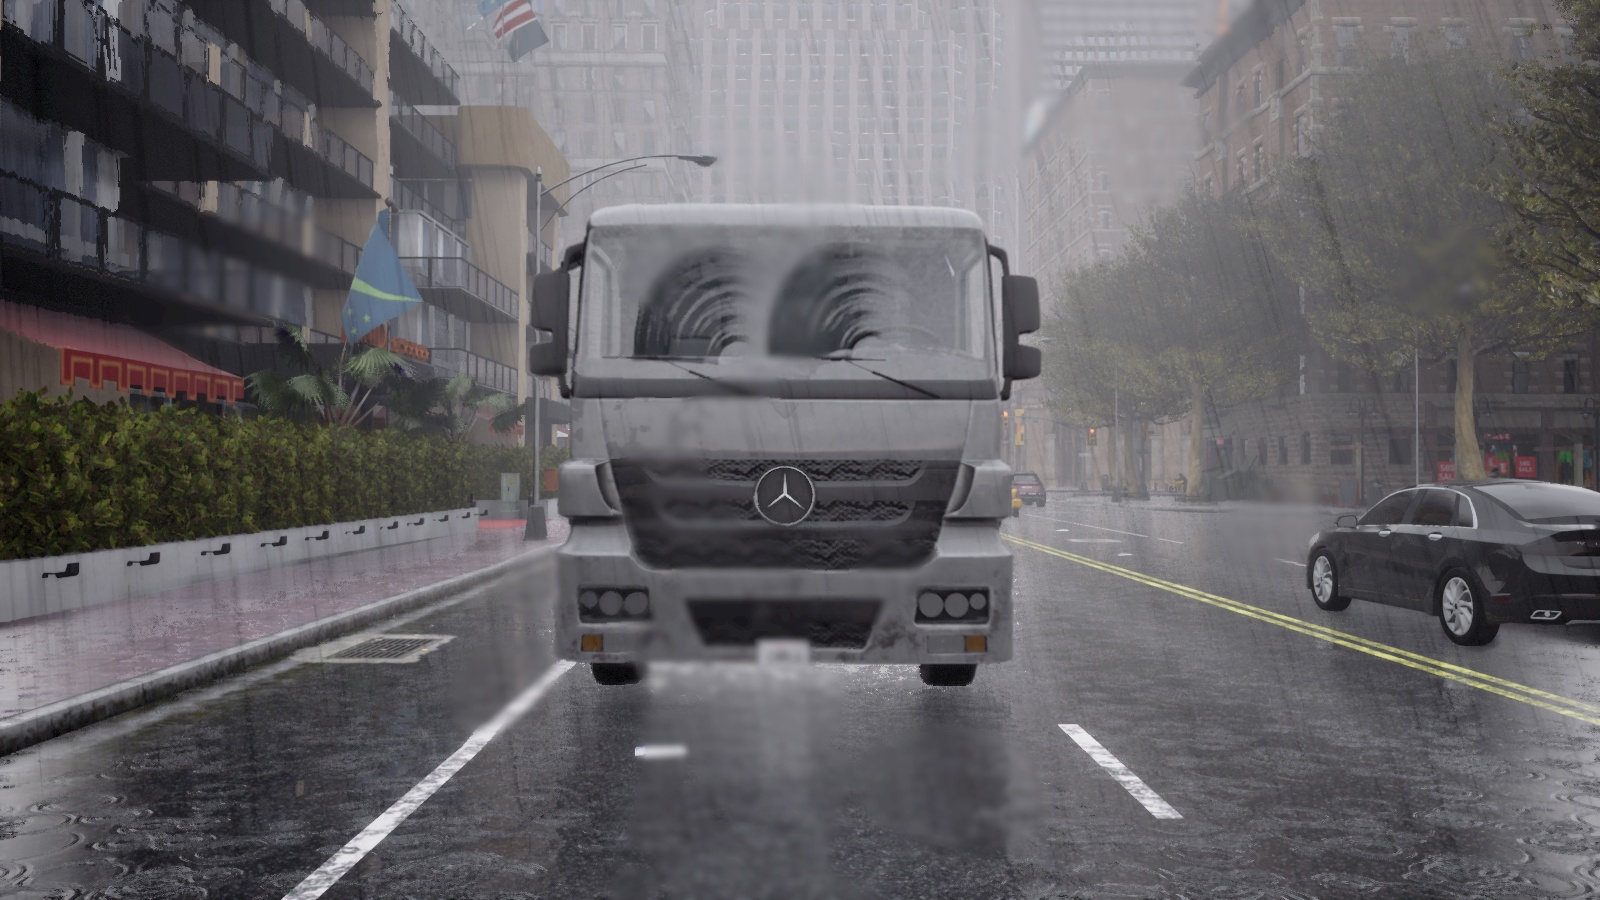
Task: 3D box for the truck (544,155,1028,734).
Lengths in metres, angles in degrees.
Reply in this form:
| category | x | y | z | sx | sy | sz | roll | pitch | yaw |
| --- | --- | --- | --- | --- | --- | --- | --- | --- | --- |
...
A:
| category | x | y | z | sx | sy | sz | roll | pitch | yaw |
| --- | --- | --- | --- | --- | --- | --- | --- | --- | --- |
| truck | -0.125 | 0.026 | 11.497 | 2.891 | 3.462 | 7.936 | 0 | -1 | -1 |

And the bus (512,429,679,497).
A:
| category | x | y | z | sx | sy | sz | roll | pitch | yaw |
| --- | --- | --- | --- | --- | --- | --- | --- | --- | --- |
| bus | -13.186 | 0.860 | 81.724 | 10.273 | 4.253 | 3.944 | 0 | -1 | 0 |

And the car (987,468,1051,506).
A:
| category | x | y | z | sx | sy | sz | roll | pitch | yaw |
| --- | --- | --- | --- | --- | --- | --- | --- | --- | --- |
| car | 9.953 | 1.667 | 57.422 | 2.033 | 1.649 | 4.856 | 0 | -1 | -1 |

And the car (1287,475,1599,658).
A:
| category | x | y | z | sx | sy | sz | roll | pitch | yaw |
| --- | --- | --- | --- | --- | --- | --- | --- | --- | --- |
| car | 6.867 | 1.007 | 12.815 | 1.837 | 1.490 | 4.892 | 0 | -1 | -1 |

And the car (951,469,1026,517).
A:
| category | x | y | z | sx | sy | sz | roll | pitch | yaw |
| --- | --- | --- | --- | --- | --- | --- | --- | --- | --- |
| car | 6.574 | 1.470 | 44.317 | 1.801 | 1.575 | 5.366 | 0 | -1 | -1 |
